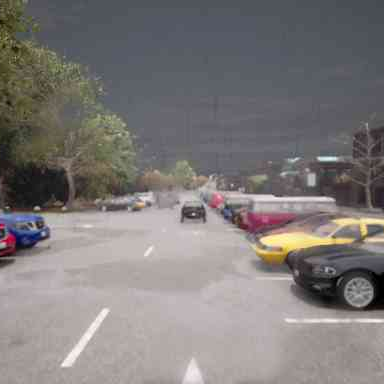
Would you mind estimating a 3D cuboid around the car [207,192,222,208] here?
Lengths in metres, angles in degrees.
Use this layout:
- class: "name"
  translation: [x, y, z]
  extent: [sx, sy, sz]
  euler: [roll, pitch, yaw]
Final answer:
- class: "car"
  translation: [4.791, 1.213, 38.001]
  extent: [5.566, 2.045, 2.435]
  euler: [0, 0, 0]

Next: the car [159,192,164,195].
- class: "car"
  translation: [-8.336, 1.211, 59.842]
  extent: [5.566, 2.045, 2.435]
  euler: [0, 0, 0]

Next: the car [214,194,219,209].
- class: "car"
  translation: [4.791, 1.339, 32.394]
  extent: [4.553, 1.767, 2.185]
  euler: [0, 0, 0]

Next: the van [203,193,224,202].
- class: "van"
  translation: [4.661, 1.196, 71.646]
  extent: [4.442, 1.987, 1.878]
  euler: [0, 0, 0]

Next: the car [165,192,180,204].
- class: "car"
  translation: [-3.260, 1.333, 60.211]
  extent: [2.097, 1.767, 4.553]
  euler: [0, 0, 1]

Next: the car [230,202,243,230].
- class: "car"
  translation: [4.782, 1.495, 18.378]
  extent: [4.792, 1.488, 2.163]
  euler: [0, 0, 0]

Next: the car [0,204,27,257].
- class: "car"
  translation: [-8.301, 1.213, 9.750]
  extent: [5.566, 2.045, 2.435]
  euler: [0, 0, 0]

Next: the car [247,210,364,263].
- class: "car"
  translation: [4.564, 1.463, 9.968]
  extent: [5.366, 1.575, 1.946]
  euler: [0, 0, 0]

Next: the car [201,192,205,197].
- class: "car"
  translation: [4.800, 1.212, 57.624]
  extent: [5.566, 2.045, 2.435]
  euler: [0, 0, 0]

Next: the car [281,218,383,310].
- class: "car"
  translation: [4.753, 1.467, 7.168]
  extent: [5.008, 1.535, 2.097]
  euler: [0, 0, 0]

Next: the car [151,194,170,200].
- class: "car"
  translation: [-8.301, 1.302, 87.605]
  extent: [4.892, 1.521, 2.231]
  euler: [0, 0, 0]

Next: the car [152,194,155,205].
- class: "car"
  translation: [-8.284, 1.492, 48.739]
  extent: [4.792, 1.488, 2.163]
  euler: [0, 0, 0]

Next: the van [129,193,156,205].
- class: "van"
  translation: [-8.425, 1.237, 57.065]
  extent: [4.442, 1.987, 1.878]
  euler: [0, 0, 0]

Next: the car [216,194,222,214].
- class: "car"
  translation: [4.727, 1.339, 29.591]
  extent: [4.553, 1.767, 2.185]
  euler: [0, 0, 0]

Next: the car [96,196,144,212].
- class: "car"
  translation: [-8.323, 1.464, 37.635]
  extent: [4.892, 1.521, 2.231]
  euler: [0, 0, 0]

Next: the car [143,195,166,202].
- class: "car"
  translation: [-8.295, 1.408, 73.726]
  extent: [5.008, 1.535, 2.097]
  euler: [0, 0, 0]

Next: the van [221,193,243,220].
- class: "van"
  translation: [4.874, 1.239, 26.787]
  extent: [4.442, 1.987, 1.878]
  euler: [0, 0, 0]

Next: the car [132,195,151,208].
- class: "car"
  translation: [-8.131, 1.460, 40.412]
  extent: [5.366, 1.575, 1.946]
  euler: [0, 0, 0]

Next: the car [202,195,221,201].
- class: "car"
  translation: [4.780, 1.379, 82.863]
  extent: [4.674, 1.452, 2.002]
  euler: [0, 0, 0]

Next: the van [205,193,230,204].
- class: "van"
  translation: [4.656, 1.237, 60.425]
  extent: [4.442, 1.987, 1.878]
  euler: [0, 0, 0]

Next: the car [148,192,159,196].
- class: "car"
  translation: [-8.340, 1.211, 51.515]
  extent: [5.566, 2.045, 2.435]
  euler: [0, 0, 0]

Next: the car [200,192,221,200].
- class: "car"
  translation: [4.814, 1.043, 88.467]
  extent: [5.566, 2.045, 2.435]
  euler: [0, 0, 0]

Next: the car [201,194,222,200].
- class: "car"
  translation: [4.970, 1.314, 85.665]
  extent: [5.366, 1.575, 1.946]
  euler: [0, 0, 0]

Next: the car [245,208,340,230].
- class: "car"
  translation: [4.722, 1.495, 12.771]
  extent: [4.792, 1.488, 2.163]
  euler: [0, 0, 0]

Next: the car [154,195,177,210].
- class: "car"
  translation: [-3.320, 1.489, 42.710]
  extent: [1.837, 1.490, 4.892]
  euler: [0, 0, 0]

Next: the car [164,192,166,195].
- class: "car"
  translation: [-8.277, 1.206, 62.618]
  extent: [5.566, 2.045, 2.435]
  euler: [0, 0, 0]

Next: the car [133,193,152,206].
- class: "car"
  translation: [-8.345, 1.337, 45.962]
  extent: [4.553, 1.767, 2.185]
  euler: [0, 0, 0]

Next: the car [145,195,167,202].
- class: "car"
  translation: [-8.293, 1.389, 76.504]
  extent: [4.892, 1.521, 2.231]
  euler: [0, 0, 0]

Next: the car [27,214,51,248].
- class: "car"
  translation: [-8.301, 1.213, 12.412]
  extent: [5.566, 2.045, 2.435]
  euler: [0, 0, 0]

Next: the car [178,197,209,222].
- class: "car"
  translation: [0.112, 1.462, 26.503]
  extent: [1.882, 1.535, 5.008]
  euler: [0, 0, 0]

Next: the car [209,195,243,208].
- class: "car"
  translation: [4.735, 1.338, 46.411]
  extent: [4.553, 1.767, 2.185]
  euler: [0, 0, 0]

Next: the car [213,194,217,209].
- class: "car"
  translation: [4.792, 1.339, 35.197]
  extent: [4.553, 1.767, 2.185]
  euler: [0, 0, 0]

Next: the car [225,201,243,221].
- class: "car"
  translation: [4.784, 1.495, 21.181]
  extent: [4.792, 1.488, 2.163]
  euler: [0, 0, 0]

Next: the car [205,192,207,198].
- class: "car"
  translation: [4.792, 1.213, 40.804]
  extent: [5.566, 2.045, 2.435]
  euler: [0, 0, 0]

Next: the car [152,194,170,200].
- class: "car"
  translation: [-8.322, 1.308, 90.381]
  extent: [4.792, 1.488, 2.163]
  euler: [0, 0, 0]

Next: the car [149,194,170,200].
- class: "car"
  translation: [-8.301, 1.322, 84.830]
  extent: [5.008, 1.535, 2.097]
  euler: [0, 0, 0]

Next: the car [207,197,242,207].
- class: "car"
  translation: [4.774, 1.465, 49.214]
  extent: [4.892, 1.521, 2.231]
  euler: [0, 0, 0]

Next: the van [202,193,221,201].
- class: "van"
  translation: [4.665, 1.135, 80.058]
  extent: [4.442, 1.987, 1.878]
  euler: [0, 0, 0]

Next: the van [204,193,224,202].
- class: "van"
  translation: [4.896, 1.179, 74.447]
  extent: [4.442, 1.987, 1.878]
  euler: [0, 0, 0]

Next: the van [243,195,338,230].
- class: "van"
  translation: [4.869, 1.240, 15.574]
  extent: [4.442, 1.987, 1.878]
  euler: [0, 0, 0]
